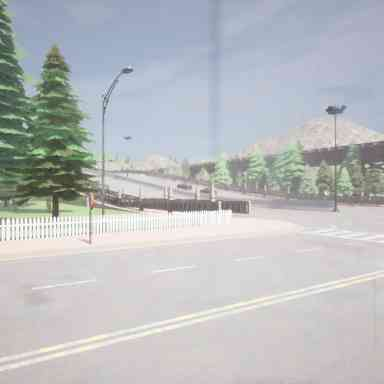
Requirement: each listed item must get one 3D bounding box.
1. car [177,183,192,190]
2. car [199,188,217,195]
[{"bbox_3d":[-1.795,-1.376,78.239,2.128,1.511,4.902,0,7,-34],"label":"car"},{"bbox_3d":[3.467,-0.204,70.502,1.812,1.442,4.674,0,7,-34],"label":"car"}]
